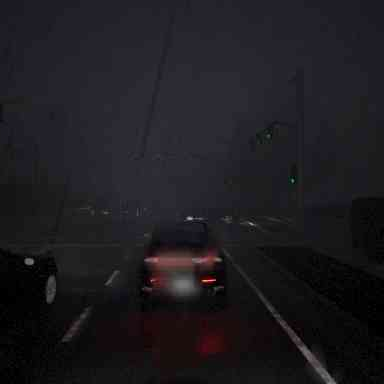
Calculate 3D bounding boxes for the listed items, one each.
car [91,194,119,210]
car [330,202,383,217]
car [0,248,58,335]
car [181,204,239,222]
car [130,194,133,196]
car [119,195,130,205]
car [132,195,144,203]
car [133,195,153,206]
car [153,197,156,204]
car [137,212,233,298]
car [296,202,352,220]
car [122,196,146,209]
[{"bbox_3d":[-11.446,1.220,43.395,2.150,2.045,5.566,0,0,-2],"label":"car"},{"bbox_3d":[15.459,1.600,30.658,4.718,1.301,1.895,0,0,0],"label":"car"},{"bbox_3d":[-3.613,1.477,4.830,1.882,1.535,5.008,0,0,-2],"label":"car"},{"bbox_3d":[1.248,1.563,23.570,4.181,1.385,1.994,0,0,0],"label":"car"},{"bbox_3d":[-11.735,1.350,63.132,2.097,1.767,4.553,0,0,0],"label":"car"},{"bbox_3d":[-11.601,1.503,53.222,1.837,1.490,4.892,0,0,-1],"label":"car"},{"bbox_3d":[-11.859,1.475,73.203,1.882,1.535,5.008,0,0,-1],"label":"car"},{"bbox_3d":[-8.130,1.562,55.225,1.994,1.385,4.181,0,0,-1],"label":"car"},{"bbox_3d":[-8.251,1.524,65.047,1.812,1.442,4.674,0,0,-1],"label":"car"},{"bbox_3d":[-0.247,1.491,8.496,2.128,1.511,4.902,0,0,-2],"label":"car"},{"bbox_3d":[11.388,1.547,27.192,5.357,1.411,2.033,0,0,0],"label":"car"},{"bbox_3d":[-7.989,1.599,46.459,1.895,1.301,4.718,0,0,-1],"label":"car"}]
